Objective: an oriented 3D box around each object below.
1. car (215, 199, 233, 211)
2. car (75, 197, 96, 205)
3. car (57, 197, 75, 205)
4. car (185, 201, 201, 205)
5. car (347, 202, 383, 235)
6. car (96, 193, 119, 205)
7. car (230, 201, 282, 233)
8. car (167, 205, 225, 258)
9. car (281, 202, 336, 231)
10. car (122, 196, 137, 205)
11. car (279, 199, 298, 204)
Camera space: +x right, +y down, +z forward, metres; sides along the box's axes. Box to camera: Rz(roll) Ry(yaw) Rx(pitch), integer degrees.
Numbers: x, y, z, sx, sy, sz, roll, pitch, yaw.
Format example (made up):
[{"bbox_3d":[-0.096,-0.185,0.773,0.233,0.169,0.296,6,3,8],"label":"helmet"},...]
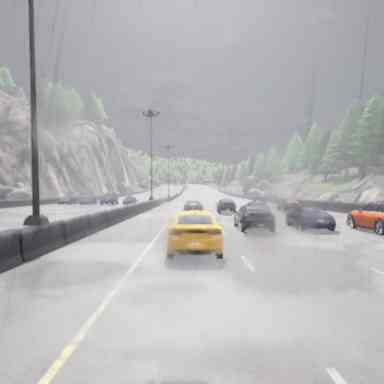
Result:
[{"bbox_3d":[3.618,1.478,35.668,1.837,1.490,4.892,0,0,0],"label":"car"},{"bbox_3d":[-17.516,1.507,56.367,2.033,1.411,5.357,0,0,1],"label":"car"},{"bbox_3d":[-21.013,1.507,56.360,2.033,1.411,5.357,0,0,1],"label":"car"},{"bbox_3d":[0.116,1.525,31.275,2.033,1.411,5.357,0,0,0],"label":"car"},{"bbox_3d":[10.607,1.338,18.612,2.097,1.767,4.553,0,0,0],"label":"car"},{"bbox_3d":[-14.022,1.179,56.528,2.150,2.045,5.566,0,0,1],"label":"car"},{"bbox_3d":[3.609,1.490,19.685,1.837,1.490,4.892,0,0,0],"label":"car"},{"bbox_3d":[0.103,1.468,12.792,1.882,1.535,5.008,0,0,0],"label":"car"},{"bbox_3d":[7.109,1.549,20.364,1.994,1.385,4.181,0,0,0],"label":"car"},{"bbox_3d":[-10.528,1.464,56.418,1.837,1.490,4.892,0,0,1],"label":"car"},{"bbox_3d":[10.619,1.500,36.365,1.812,1.442,4.674,0,0,0],"label":"car"}]
